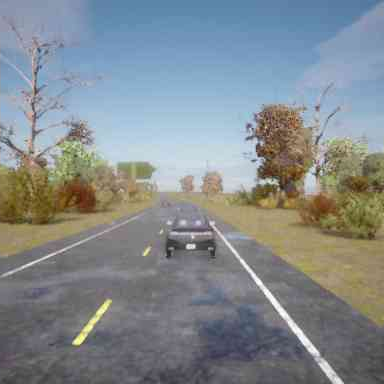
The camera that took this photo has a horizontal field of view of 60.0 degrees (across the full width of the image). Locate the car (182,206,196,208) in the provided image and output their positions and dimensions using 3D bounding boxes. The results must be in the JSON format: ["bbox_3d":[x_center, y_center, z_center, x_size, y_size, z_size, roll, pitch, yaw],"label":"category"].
[{"bbox_3d":[-0.265,1.859,28.547,1.994,1.385,4.181,0,0,-1],"label":"car"}]

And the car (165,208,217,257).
[{"bbox_3d":[-0.038,1.633,13.548,2.128,1.511,4.902,0,0,0],"label":"car"}]

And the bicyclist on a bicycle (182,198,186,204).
[{"bbox_3d":[-2.098,2.383,92.213,0.866,1.612,1.509,0,-1,-4],"label":"bicyclist on a bicycle"}]

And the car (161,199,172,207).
[{"bbox_3d":[-5.049,2.173,65.238,1.837,1.490,4.892,0,-1,-2],"label":"car"}]
